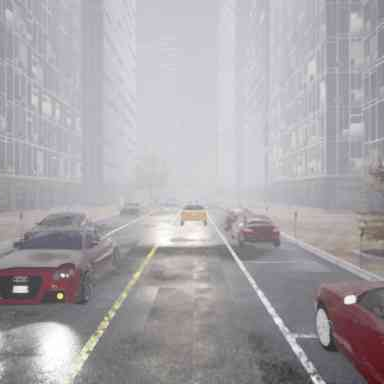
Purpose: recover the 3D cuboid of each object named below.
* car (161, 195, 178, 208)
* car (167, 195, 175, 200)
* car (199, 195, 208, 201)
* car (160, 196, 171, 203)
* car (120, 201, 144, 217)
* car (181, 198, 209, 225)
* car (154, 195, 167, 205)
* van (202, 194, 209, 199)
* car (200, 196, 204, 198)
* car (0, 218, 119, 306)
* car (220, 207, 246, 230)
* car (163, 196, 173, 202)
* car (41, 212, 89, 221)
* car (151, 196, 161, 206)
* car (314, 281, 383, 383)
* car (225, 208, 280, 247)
[{"bbox_3d":[-3.023,1.552,49.439,2.033,1.411,5.357,0,0,0],"label":"car"},{"bbox_3d":[-5.578,1.539,88.707,1.802,1.307,4.206,0,0,0],"label":"car"},{"bbox_3d":[2.795,1.520,83.001,2.008,1.369,4.403,0,0,0],"label":"car"},{"bbox_3d":[-5.600,1.537,71.630,2.008,1.369,4.403,0,0,0],"label":"car"},{"bbox_3d":[-5.652,1.556,31.783,1.887,1.381,4.507,0,0,0],"label":"car"},{"bbox_3d":[0.130,1.468,24.391,1.801,1.575,5.366,0,0,0],"label":"car"},{"bbox_3d":[-5.615,1.436,60.245,1.967,1.590,4.097,0,0,0],"label":"car"},{"bbox_3d":[2.780,1.328,71.615,1.690,1.788,3.998,0,0,0],"label":"van"},{"bbox_3d":[0.153,1.556,41.996,2.033,1.411,5.357,0,0,0],"label":"car"},{"bbox_3d":[-3.090,1.568,7.988,1.994,1.385,4.181,0,0,0],"label":"car"},{"bbox_3d":[2.714,1.554,20.381,1.887,1.381,4.507,0,0,0],"label":"car"},{"bbox_3d":[-5.593,1.530,77.323,2.008,1.369,4.403,0,0,0],"label":"car"},{"bbox_3d":[-5.674,1.573,14.706,1.947,1.339,4.313,0,0,0],"label":"car"},{"bbox_3d":[-5.622,1.441,54.553,1.967,1.590,4.097,0,0,0],"label":"car"},{"bbox_3d":[2.692,1.547,3.303,1.887,1.381,4.507,0,0,0],"label":"car"},{"bbox_3d":[2.707,1.590,14.687,1.802,1.307,4.206,0,0,0],"label":"car"}]
